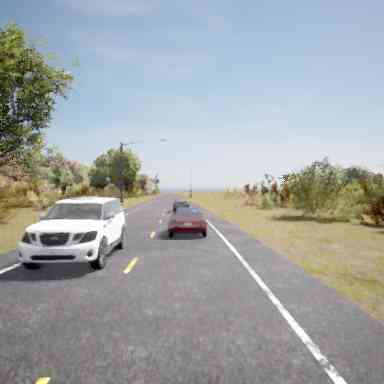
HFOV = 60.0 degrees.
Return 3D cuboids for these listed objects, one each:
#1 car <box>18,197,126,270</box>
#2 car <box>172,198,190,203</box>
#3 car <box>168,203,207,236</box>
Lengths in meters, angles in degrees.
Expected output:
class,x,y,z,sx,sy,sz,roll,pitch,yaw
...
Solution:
class,x,y,z,sx,sy,sz,roll,pitch,yaw
car,-3.670,1.204,11.361,2.150,2.045,5.566,0,0,-1
car,-1.218,1.403,36.916,2.128,1.511,4.902,0,0,-3
car,-0.259,1.522,18.085,1.994,1.385,4.181,0,0,-2
